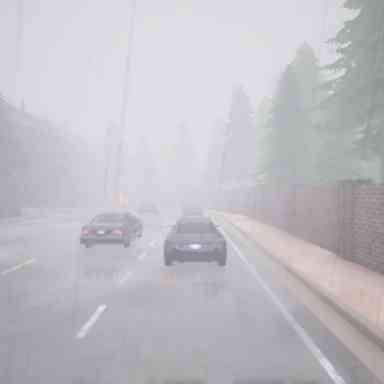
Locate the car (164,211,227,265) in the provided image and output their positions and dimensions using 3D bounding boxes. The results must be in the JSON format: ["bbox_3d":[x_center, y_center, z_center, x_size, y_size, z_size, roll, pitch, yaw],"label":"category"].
[{"bbox_3d":[0.101,1.574,11.781,1.994,1.385,4.181,0,0,0],"label":"car"}]

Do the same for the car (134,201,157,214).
[{"bbox_3d":[-5.056,1.595,35.672,1.994,1.385,4.181,0,0,-19],"label":"car"}]

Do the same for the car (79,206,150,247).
[{"bbox_3d":[-3.396,1.560,14.954,2.033,1.411,5.357,0,0,0],"label":"car"}]

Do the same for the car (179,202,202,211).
[{"bbox_3d":[-0.105,1.573,30.026,2.033,1.411,5.357,0,0,-4],"label":"car"}]
